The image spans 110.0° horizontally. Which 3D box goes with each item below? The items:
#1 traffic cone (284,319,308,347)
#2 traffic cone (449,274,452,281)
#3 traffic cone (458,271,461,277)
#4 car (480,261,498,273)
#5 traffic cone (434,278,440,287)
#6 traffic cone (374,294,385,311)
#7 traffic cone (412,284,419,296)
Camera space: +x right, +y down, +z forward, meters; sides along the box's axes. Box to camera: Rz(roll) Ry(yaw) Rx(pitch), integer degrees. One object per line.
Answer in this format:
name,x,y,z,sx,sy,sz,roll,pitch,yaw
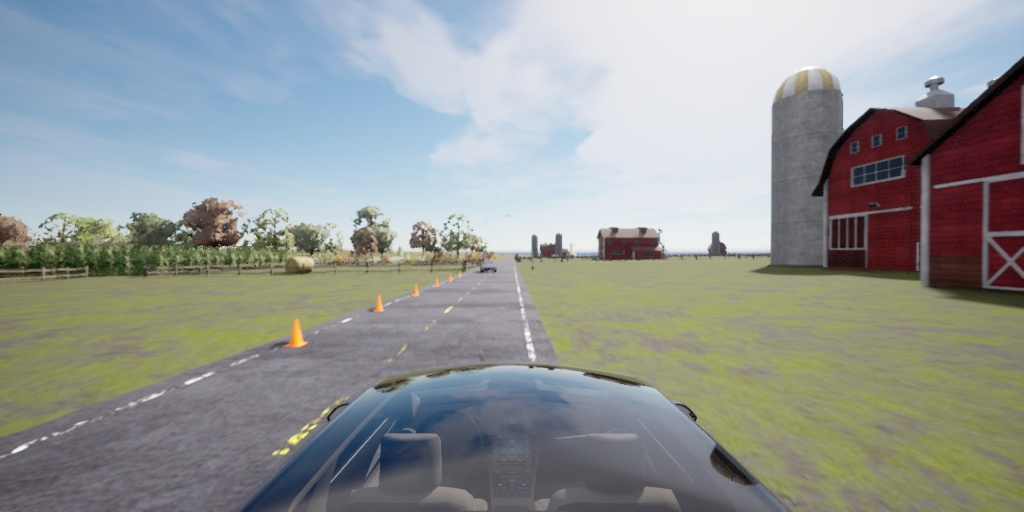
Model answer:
traffic cone,-4.826,1.698,8.026,0.340,0.580,0.340,0,0,0
traffic cone,-4.824,1.673,28.025,0.340,0.580,0.340,0,0,0
traffic cone,-4.823,1.667,33.025,0.340,0.580,0.340,0,0,0
car,-2.792,1.246,42.764,2.033,1.411,5.357,0,0,-7
traffic cone,-4.824,1.680,23.025,0.340,0.580,0.340,0,0,0
traffic cone,-4.825,1.692,13.025,0.340,0.580,0.340,0,0,0
traffic cone,-4.825,1.686,18.026,0.340,0.580,0.340,0,0,0
